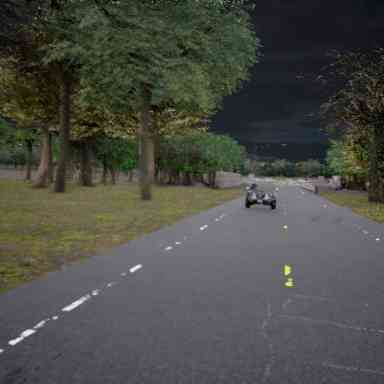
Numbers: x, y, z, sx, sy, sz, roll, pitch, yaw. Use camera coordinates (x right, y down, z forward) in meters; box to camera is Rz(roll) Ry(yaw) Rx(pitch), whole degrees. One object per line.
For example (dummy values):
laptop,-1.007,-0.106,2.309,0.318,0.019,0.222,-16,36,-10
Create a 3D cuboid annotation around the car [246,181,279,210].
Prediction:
car,5.565,0.193,26.182,2.150,2.045,5.566,3,3,15
